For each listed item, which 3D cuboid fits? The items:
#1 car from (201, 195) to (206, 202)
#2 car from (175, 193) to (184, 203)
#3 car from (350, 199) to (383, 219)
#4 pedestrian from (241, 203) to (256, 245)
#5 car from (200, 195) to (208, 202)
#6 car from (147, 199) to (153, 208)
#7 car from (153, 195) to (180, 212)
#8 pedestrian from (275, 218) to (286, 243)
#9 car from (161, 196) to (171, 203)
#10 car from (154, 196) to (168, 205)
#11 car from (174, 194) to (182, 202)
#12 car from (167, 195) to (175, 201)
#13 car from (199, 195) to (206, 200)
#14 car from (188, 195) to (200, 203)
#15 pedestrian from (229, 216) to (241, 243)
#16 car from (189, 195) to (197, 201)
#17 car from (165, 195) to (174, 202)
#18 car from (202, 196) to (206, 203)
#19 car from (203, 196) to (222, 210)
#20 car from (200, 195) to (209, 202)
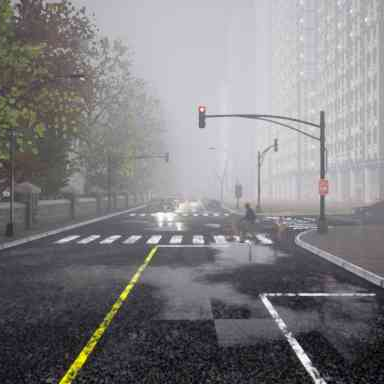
[{"bbox_3d":[2.841,1.597,54.043,1.947,1.339,4.313,0,0,0],"label":"car"},{"bbox_3d":[-2.816,1.271,68.074,2.150,2.045,5.566,0,0,0],"label":"car"},{"bbox_3d":[14.880,1.262,25.956,4.674,1.442,1.812,-1,0,0],"label":"car"},{"bbox_3d":[2.404,1.295,14.135,0.375,1.860,0.375,0,0,0],"label":"pedestrian"},{"bbox_3d":[2.920,1.510,82.204,1.967,1.590,4.097,0,0,0],"label":"car"},{"bbox_3d":[-5.555,1.607,48.433,1.802,1.307,4.206,0,0,0],"label":"car"},{"bbox_3d":[-2.983,1.510,39.834,2.128,1.511,4.902,0,0,0],"label":"car"},{"bbox_3d":[3.981,1.676,14.729,0.500,1.100,0.500,0,0,0],"label":"pedestrian"},{"bbox_3d":[-5.492,1.577,70.794,1.752,1.417,4.829,0,0,0],"label":"car"},{"bbox_3d":[-5.523,1.477,59.699,1.967,1.590,4.097,0,0,0],"label":"car"},{"bbox_3d":[-2.945,1.506,51.664,1.882,1.535,5.008,0,0,0],"label":"car"},{"bbox_3d":[-5.446,1.625,87.860,1.887,1.381,4.507,0,0,0],"label":"car"},{"bbox_3d":[2.950,1.641,93.469,2.008,1.369,4.403,0,0,0],"label":"car"},{"bbox_3d":[0.194,1.638,70.101,1.895,1.301,4.718,0,0,0],"label":"car"},{"bbox_3d":[1.997,1.675,15.334,0.500,1.100,0.500,0,0,0],"label":"pedestrian"},{"bbox_3d":[0.222,1.441,80.071,1.837,1.490,4.892,0,0,0],"label":"car"},{"bbox_3d":[-5.460,1.510,82.227,1.967,1.590,4.097,0,0,0],"label":"car"},{"bbox_3d":[2.825,1.591,48.410,1.947,1.339,4.313,0,0,0],"label":"car"},{"bbox_3d":[2.810,1.586,42.778,1.947,1.339,4.313,0,0,0],"label":"car"},{"bbox_3d":[2.904,1.501,76.573,1.967,1.590,4.097,0,0,0],"label":"car"}]
